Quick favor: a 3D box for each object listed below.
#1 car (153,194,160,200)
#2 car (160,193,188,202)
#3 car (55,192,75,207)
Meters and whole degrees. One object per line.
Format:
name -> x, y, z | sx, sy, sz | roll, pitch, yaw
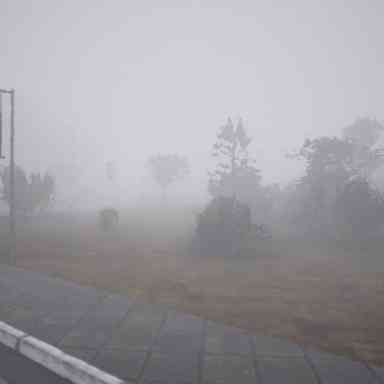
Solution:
car -> -5.271, 0.918, 61.757 | 2.128, 1.511, 4.902 | 1, 1, 38
car -> -2.772, 0.953, 59.281 | 2.128, 1.511, 4.902 | 1, 1, 38
car -> -17.080, 1.177, 41.573 | 1.882, 1.535, 5.008 | 1, 1, 39
